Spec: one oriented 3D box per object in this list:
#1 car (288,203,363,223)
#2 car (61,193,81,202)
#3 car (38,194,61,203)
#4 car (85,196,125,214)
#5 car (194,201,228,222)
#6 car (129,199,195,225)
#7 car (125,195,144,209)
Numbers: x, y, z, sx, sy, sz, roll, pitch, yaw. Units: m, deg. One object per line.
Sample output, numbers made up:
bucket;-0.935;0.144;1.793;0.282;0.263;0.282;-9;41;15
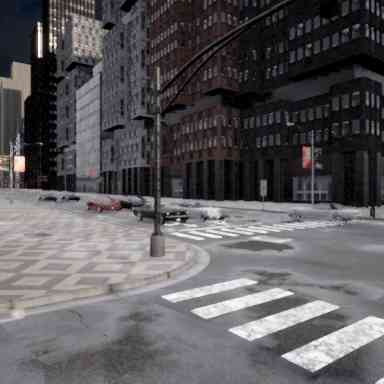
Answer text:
car;9.233;1.415;23.462;4.718;1.301;1.895;1;1;44
car;-18.504;0.873;50.654;1.895;1.301;4.718;0;1;-35
car;-21.144;0.878;48.757;1.895;1.301;4.718;0;1;-35
car;-8.311;1.080;30.781;1.882;1.535;5.008;0;1;-36
car;0.485;1.347;24.113;1.895;1.301;4.718;0;1;-36
car;-2.113;1.353;22.158;1.895;1.301;4.718;0;1;-36
car;-5.691;1.075;32.707;1.882;1.535;5.008;0;1;-36
